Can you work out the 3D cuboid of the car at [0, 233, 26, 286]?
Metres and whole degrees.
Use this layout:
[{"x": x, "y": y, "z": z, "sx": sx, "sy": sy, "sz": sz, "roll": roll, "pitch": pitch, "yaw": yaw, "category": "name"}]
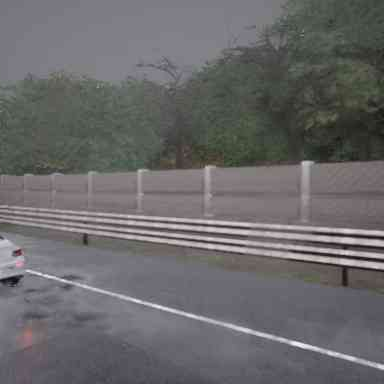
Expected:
[{"x": -5.824, "y": 1.451, "z": 8.046, "sx": 4.674, "sy": 1.442, "sz": 1.812, "roll": 1, "pitch": 0, "yaw": 36, "category": "car"}]
